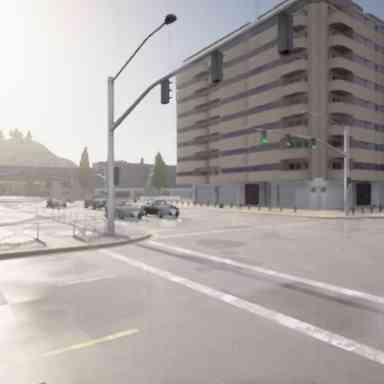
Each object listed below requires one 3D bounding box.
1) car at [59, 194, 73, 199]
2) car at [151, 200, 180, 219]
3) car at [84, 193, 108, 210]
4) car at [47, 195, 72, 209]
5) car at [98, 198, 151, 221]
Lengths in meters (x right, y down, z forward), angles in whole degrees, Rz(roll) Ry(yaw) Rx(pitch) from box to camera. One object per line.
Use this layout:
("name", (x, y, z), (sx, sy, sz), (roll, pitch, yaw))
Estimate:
("car", (-21.427, 1.083, 55.974), (2.097, 1.767, 4.553), (0, 0, -35))
("car", (-2.949, 1.502, 29.874), (2.128, 1.511, 4.902), (0, 0, -35))
("car", (-12.194, 1.227, 42.853), (2.150, 2.045, 5.566), (0, 1, -35))
("car", (-18.784, 1.513, 46.106), (2.128, 1.511, 4.902), (0, 0, -35))
("car", (-5.764, 1.512, 27.793), (2.128, 1.511, 4.902), (0, 0, -35))
